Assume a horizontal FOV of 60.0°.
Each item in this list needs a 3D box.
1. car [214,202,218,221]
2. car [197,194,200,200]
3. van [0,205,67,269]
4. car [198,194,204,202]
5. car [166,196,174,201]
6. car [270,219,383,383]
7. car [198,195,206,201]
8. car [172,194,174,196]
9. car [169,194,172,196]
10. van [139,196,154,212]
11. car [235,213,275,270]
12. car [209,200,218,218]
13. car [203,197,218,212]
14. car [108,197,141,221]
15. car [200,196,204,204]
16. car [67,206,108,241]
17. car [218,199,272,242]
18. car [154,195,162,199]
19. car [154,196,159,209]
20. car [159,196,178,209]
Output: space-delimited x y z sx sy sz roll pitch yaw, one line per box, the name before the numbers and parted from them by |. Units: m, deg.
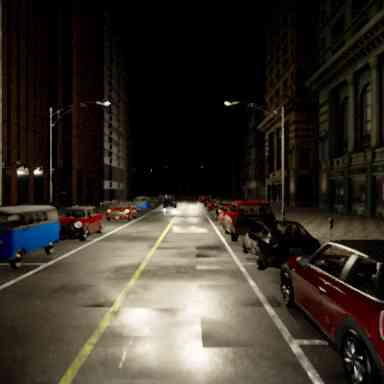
car | 2.729 1.577 22.167 1.887 1.381 4.507 0 0 0
car | 2.647 1.715 78.530 1.802 1.307 4.206 0 0 0
van | -5.780 1.360 10.873 1.690 1.788 3.998 0 0 0
car | 2.664 1.693 67.257 1.802 1.307 4.206 0 0 0
car | -5.894 1.744 89.786 1.802 1.307 4.206 0 0 0
car | 2.753 1.447 5.258 1.967 1.590 4.097 0 0 0
car | 2.630 1.598 89.803 1.967 1.590 4.097 0 0 0
car | -5.878 1.703 78.512 1.947 1.339 4.313 0 0 0
car | -5.863 1.429 67.239 2.192 1.841 5.009 0 0 0
van | -5.821 1.403 39.056 1.690 1.788 3.998 0 0 0
car | 2.746 1.581 10.894 1.947 1.339 4.313 0 0 0
car | 2.721 1.607 27.804 1.947 1.339 4.313 0 0 0
car | 2.704 1.498 39.075 1.967 1.590 4.097 0 0 0
car | -5.805 1.485 27.783 1.967 1.590 4.097 0 0 0
car | 2.688 1.643 50.348 1.947 1.339 4.313 0 0 0
car | -5.788 1.468 16.510 1.967 1.590 4.097 0 0 0
car | 2.736 1.339 16.531 2.192 1.841 5.009 0 0 0
car | -5.837 1.632 50.329 2.008 1.369 4.403 0 0 0
car | -5.829 1.596 44.523 1.752 1.417 4.829 0 0 0
car | -3.068 1.623 47.720 2.033 1.411 5.357 0 0 0
